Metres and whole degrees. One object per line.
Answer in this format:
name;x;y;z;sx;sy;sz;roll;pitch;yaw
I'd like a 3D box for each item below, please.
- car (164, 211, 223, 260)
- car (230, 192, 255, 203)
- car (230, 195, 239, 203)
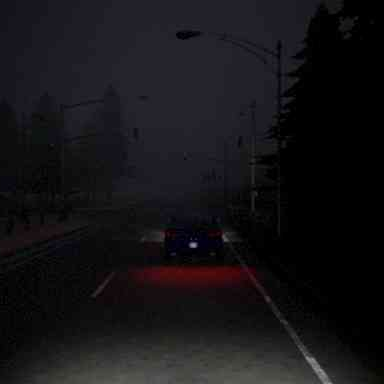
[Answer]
car;0.059;1.416;12.246;1.882;1.535;5.008;0;0;0
car;8.430;0.865;55.723;3.866;1.878;1.905;0;0;-1
car;8.844;0.876;53.213;4.605;1.855;1.932;0;0;-1
